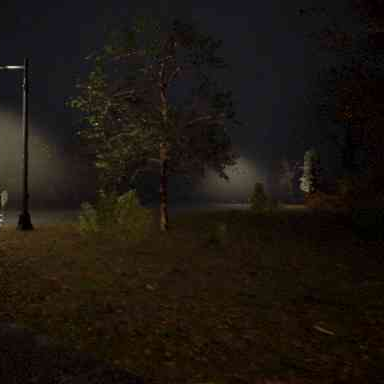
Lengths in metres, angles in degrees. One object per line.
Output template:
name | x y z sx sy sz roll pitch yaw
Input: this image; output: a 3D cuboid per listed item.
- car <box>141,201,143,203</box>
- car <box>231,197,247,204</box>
car | -8.410 1.671 43.940 2.128 1.511 4.902 0 1 36
car | 9.865 1.812 69.113 1.812 1.442 4.674 0 0 36
